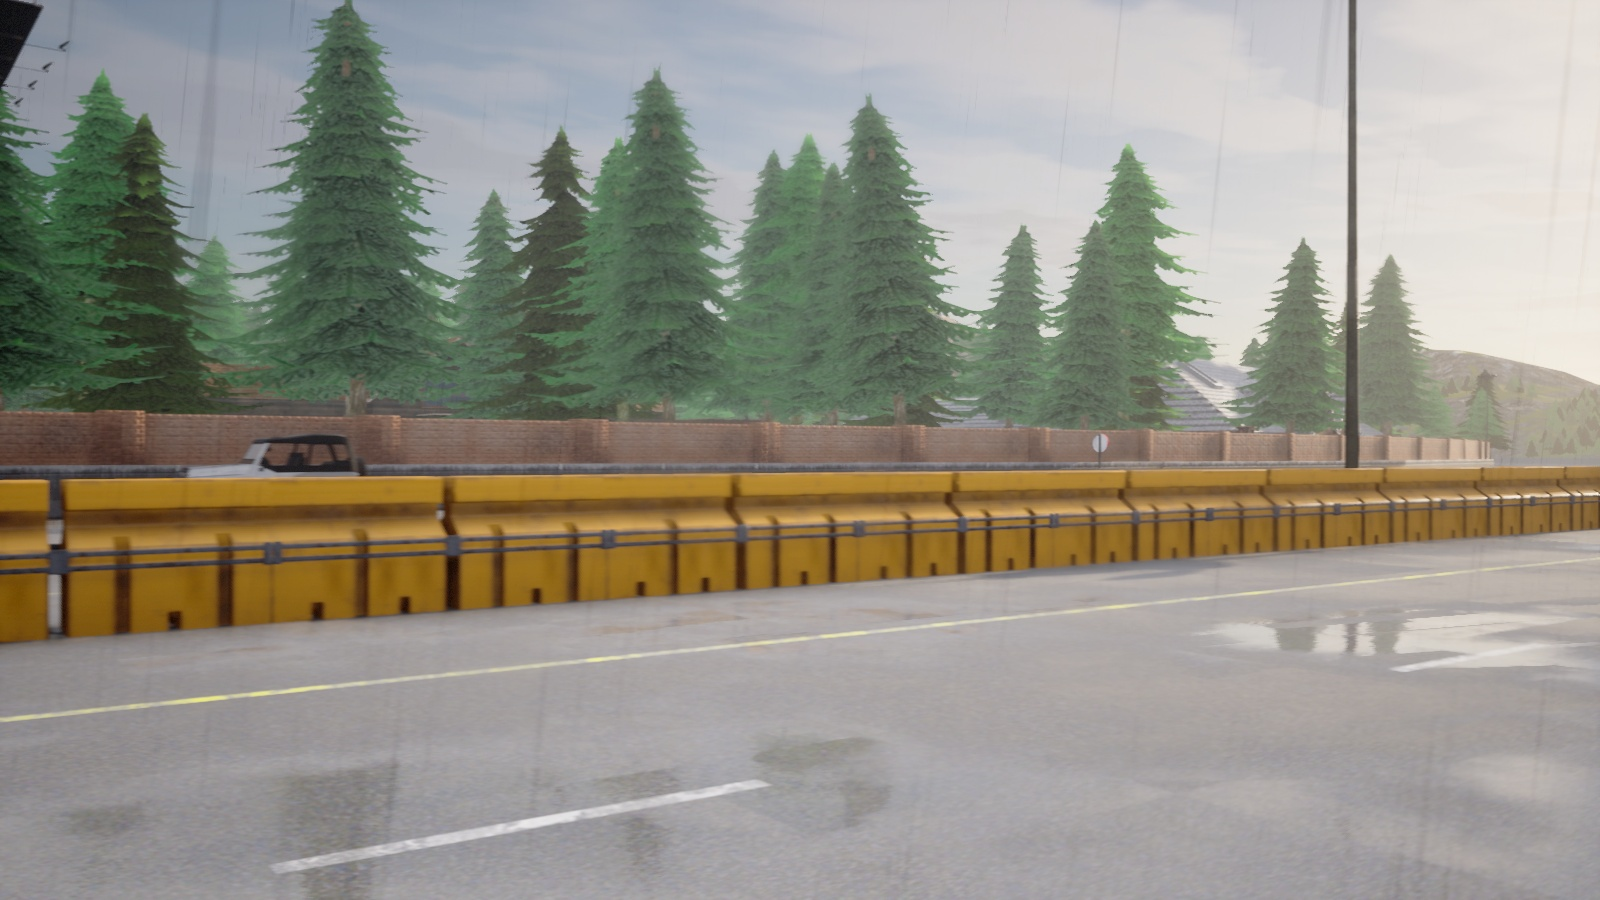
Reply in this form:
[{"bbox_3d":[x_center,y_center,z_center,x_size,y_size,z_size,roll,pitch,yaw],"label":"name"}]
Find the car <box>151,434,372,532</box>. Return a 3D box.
[{"bbox_3d":[-11.050,0.627,25.817,3.866,1.878,1.905,0,0,-35],"label":"car"}]
